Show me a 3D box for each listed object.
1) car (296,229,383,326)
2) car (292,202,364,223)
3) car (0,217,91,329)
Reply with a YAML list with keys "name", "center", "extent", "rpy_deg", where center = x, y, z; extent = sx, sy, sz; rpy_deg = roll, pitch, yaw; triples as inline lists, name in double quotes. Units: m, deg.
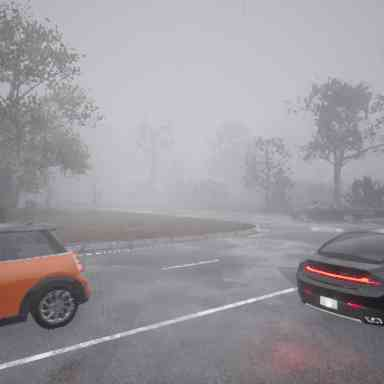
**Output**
- name: "car"
  center: [4.144, 1.504, 6.671]
  extent: [4.892, 1.490, 1.837]
  rpy_deg: [0, 0, -35]
- name: "car"
  center: [10.114, 1.475, 25.011]
  extent: [5.008, 1.535, 1.882]
  rpy_deg: [0, 2, 18]
- name: "car"
  center: [-4.117, 1.352, 5.342]
  extent: [4.553, 1.767, 2.097]
  rpy_deg: [0, 0, -35]
